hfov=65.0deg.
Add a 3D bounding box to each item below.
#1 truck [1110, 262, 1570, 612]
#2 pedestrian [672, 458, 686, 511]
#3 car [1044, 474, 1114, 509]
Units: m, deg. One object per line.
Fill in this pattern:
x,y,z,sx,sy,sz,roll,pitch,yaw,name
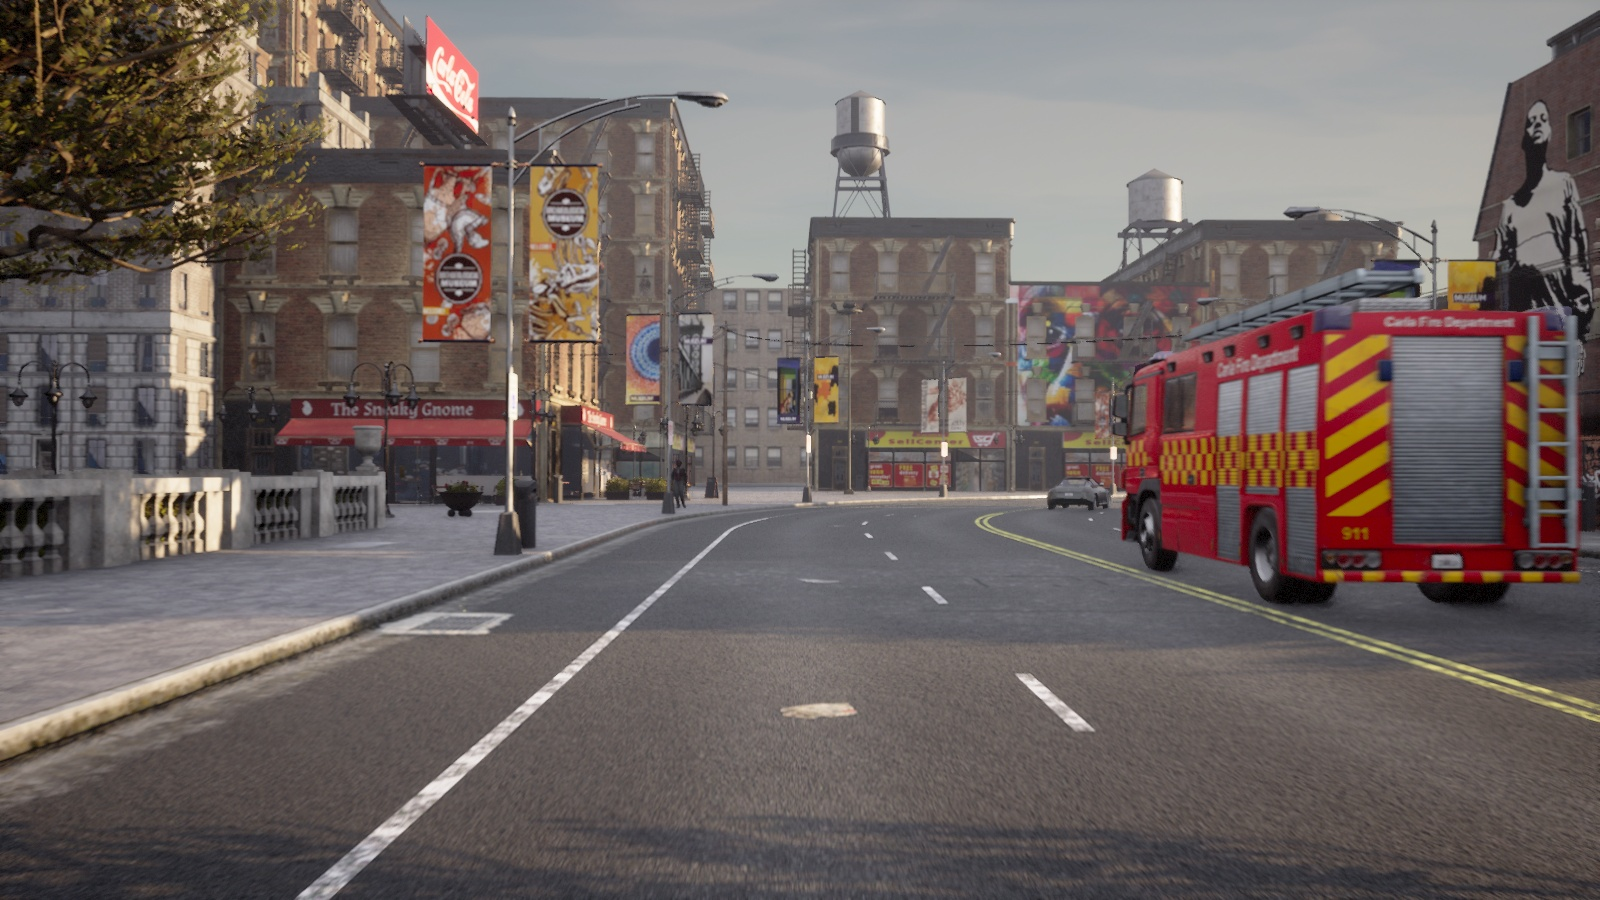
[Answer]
6.952,-0.077,17.993,2.891,3.827,8.468,0,-1,0,truck
-4.479,1.269,46.557,0.402,1.930,0.666,0,-1,7,pedestrian
11.874,1.722,53.233,1.994,1.385,4.181,-1,-1,25,car
